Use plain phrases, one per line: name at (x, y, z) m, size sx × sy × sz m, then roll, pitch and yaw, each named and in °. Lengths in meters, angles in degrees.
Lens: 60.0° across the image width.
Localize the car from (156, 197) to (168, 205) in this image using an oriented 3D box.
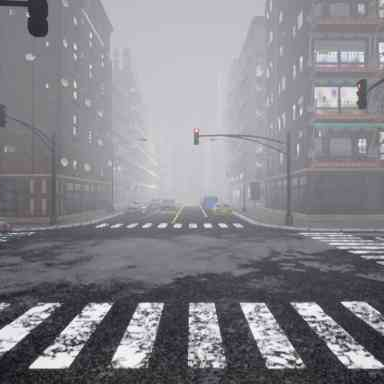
car at (-5.385, 1.627, 60.896) m, size 1.802 × 1.307 × 4.206 m, roll 1°, pitch 0°, yaw 0°

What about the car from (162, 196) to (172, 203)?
car at (-5.399, 1.613, 72.212) m, size 2.008 × 1.369 × 4.403 m, roll 1°, pitch 0°, yaw 0°

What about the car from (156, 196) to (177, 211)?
car at (-2.802, 1.567, 40.490) m, size 2.033 × 1.411 × 5.357 m, roll 0°, pitch 0°, yaw 0°

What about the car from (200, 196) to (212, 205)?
car at (2.497, 1.486, 60.962) m, size 1.967 × 1.590 × 4.097 m, roll 1°, pitch 0°, yaw 0°

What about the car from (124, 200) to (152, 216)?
car at (-5.477, 1.565, 32.607) m, size 2.008 × 1.369 × 4.403 m, roll 1°, pitch 0°, yaw 0°

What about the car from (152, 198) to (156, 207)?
car at (-5.370, 1.613, 49.581) m, size 1.802 × 1.307 × 4.206 m, roll 1°, pitch 0°, yaw 0°

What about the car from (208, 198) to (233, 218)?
car at (2.665, 1.538, 30.162) m, size 1.752 × 1.417 × 4.829 m, roll 1°, pitch 0°, yaw 0°

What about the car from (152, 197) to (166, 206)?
car at (-5.377, 1.563, 55.069) m, size 1.752 × 1.417 × 4.829 m, roll 1°, pitch 0°, yaw 0°

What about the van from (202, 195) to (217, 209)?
van at (2.552, 1.366, 43.996) m, size 1.690 × 1.788 × 3.998 m, roll 1°, pitch 0°, yaw 0°

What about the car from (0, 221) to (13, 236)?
car at (-10.792, 1.628, 14.817) m, size 4.718 × 1.301 × 1.895 m, roll 0°, pitch -1°, yaw -2°

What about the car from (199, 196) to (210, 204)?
car at (2.488, 1.604, 66.618) m, size 2.008 × 1.369 × 4.403 m, roll 1°, pitch 0°, yaw 0°

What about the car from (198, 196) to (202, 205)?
car at (2.513, 1.347, 49.649) m, size 2.192 × 1.841 × 5.009 m, roll 1°, pitch 0°, yaw 0°

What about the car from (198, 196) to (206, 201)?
car at (2.466, 1.627, 83.586) m, size 1.887 × 1.381 × 4.507 m, roll 1°, pitch 0°, yaw 0°
